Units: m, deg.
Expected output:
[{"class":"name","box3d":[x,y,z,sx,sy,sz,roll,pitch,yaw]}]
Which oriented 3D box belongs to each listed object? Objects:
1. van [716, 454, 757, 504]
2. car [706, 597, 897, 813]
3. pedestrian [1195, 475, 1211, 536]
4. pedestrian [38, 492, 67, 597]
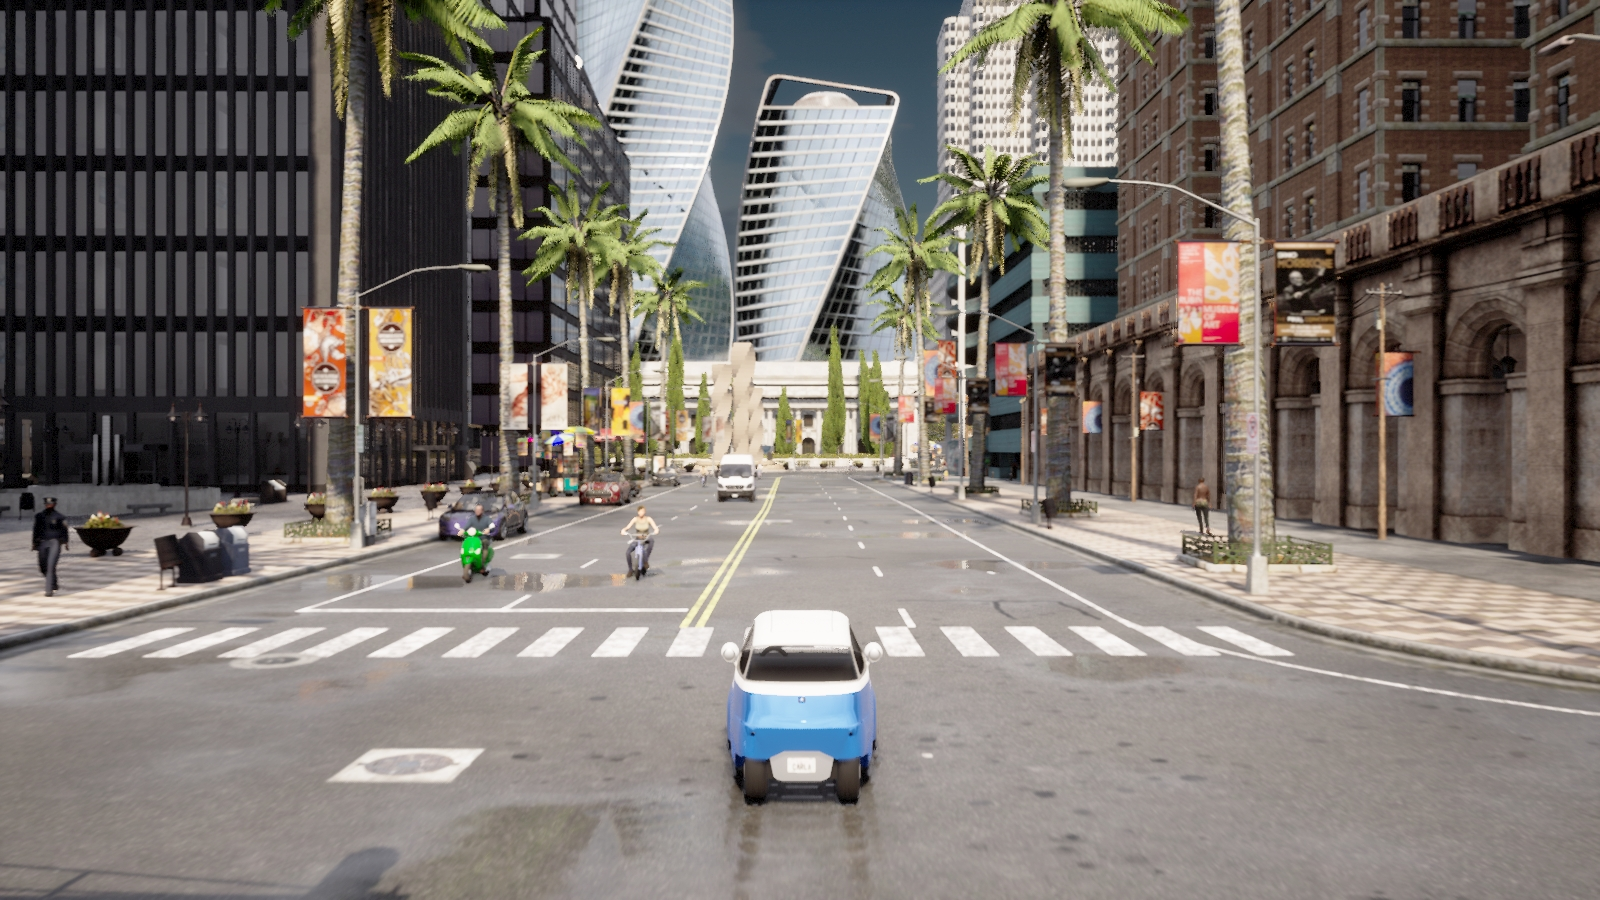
[{"class":"van","box3d":[-3.449,1.536,63.106,1.988,2.561,5.915,0,0,-1]},{"class":"car","box3d":[0.015,2.120,9.956,1.481,1.376,2.207,0,0,0]},{"class":"pedestrian","box3d":[12.421,1.697,35.235,0.375,1.860,0.375,0,0,1]},{"class":"pedestrian","box3d":[-13.540,1.696,20.693,0.375,1.860,0.375,0,0,-21]}]
